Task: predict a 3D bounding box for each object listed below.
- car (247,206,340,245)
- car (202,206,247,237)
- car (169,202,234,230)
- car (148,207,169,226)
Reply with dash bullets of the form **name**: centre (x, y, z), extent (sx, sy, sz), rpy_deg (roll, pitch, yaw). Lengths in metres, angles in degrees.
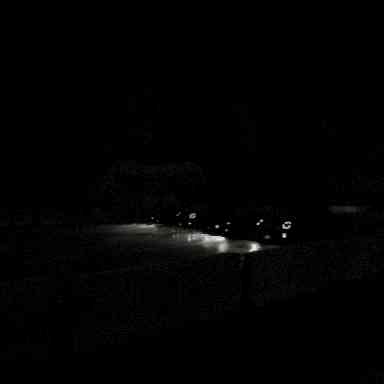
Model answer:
- **car**: centre (5.228, 1.476, 16.320), extent (4.553, 1.767, 2.097), rpy_deg (1, 0, -35)
- **car**: centre (2.980, 1.684, 19.016), extent (4.181, 1.385, 1.994), rpy_deg (1, 0, -35)
- **car**: centre (1.112, 1.475, 21.983), extent (4.553, 1.767, 2.097), rpy_deg (1, 0, -35)
- **car**: centre (-1.163, 1.683, 24.658), extent (4.181, 1.385, 1.994), rpy_deg (1, 0, -35)
